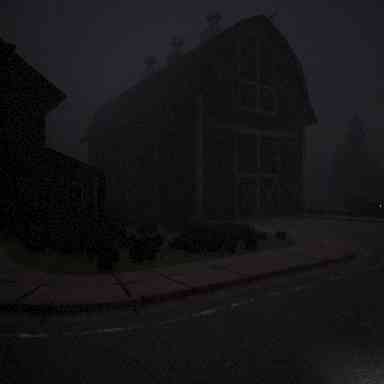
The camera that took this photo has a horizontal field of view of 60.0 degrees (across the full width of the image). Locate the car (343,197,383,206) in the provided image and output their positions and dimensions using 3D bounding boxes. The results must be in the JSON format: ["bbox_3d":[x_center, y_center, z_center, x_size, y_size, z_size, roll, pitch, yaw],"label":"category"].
[{"bbox_3d":[18.317,1.363,35.154,2.097,1.767,4.553,0,0,-34],"label":"car"}]
